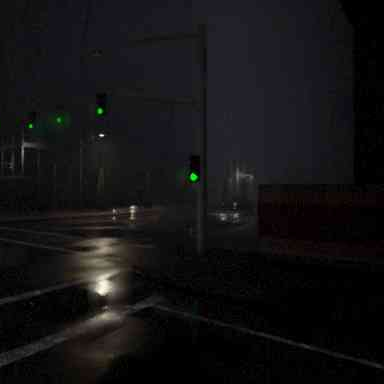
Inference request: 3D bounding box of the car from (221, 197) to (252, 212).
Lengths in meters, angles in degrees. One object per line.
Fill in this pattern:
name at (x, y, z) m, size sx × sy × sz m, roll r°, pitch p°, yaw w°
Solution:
car at (5.322, 1.389, 39.265) m, size 2.097 × 1.767 × 4.553 m, roll 0°, pitch 0°, yaw 36°
